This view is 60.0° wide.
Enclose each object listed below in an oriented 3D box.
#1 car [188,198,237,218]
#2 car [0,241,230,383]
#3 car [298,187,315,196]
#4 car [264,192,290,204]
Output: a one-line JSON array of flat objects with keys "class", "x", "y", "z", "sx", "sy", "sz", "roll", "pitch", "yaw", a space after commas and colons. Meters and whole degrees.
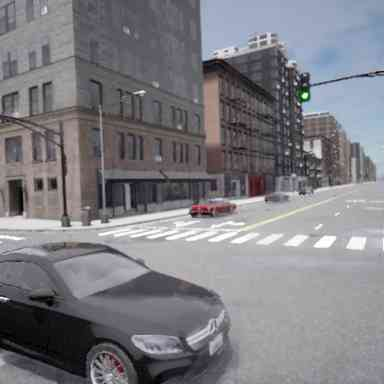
[{"class": "car", "x": 1.624, "y": 1.170, "z": 24.900, "sx": 1.895, "sy": 1.301, "sz": 4.718, "roll": -2, "pitch": 1, "yaw": 30}, {"class": "car", "x": -1.751, "y": 1.517, "z": 4.915, "sx": 4.674, "sy": 1.442, "sz": 1.812, "roll": -2, "pitch": 1, "yaw": 30}, {"class": "car", "x": 18.516, "y": -0.161, "z": 53.550, "sx": 2.033, "sy": 1.411, "sz": 5.357, "roll": -2, "pitch": 1, "yaw": 30}, {"class": "car", "x": 10.083, "y": 0.633, "z": 39.317, "sx": 1.895, "sy": 1.301, "sz": 4.718, "roll": -2, "pitch": 1, "yaw": 31}]
